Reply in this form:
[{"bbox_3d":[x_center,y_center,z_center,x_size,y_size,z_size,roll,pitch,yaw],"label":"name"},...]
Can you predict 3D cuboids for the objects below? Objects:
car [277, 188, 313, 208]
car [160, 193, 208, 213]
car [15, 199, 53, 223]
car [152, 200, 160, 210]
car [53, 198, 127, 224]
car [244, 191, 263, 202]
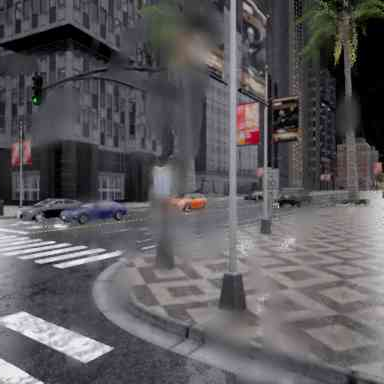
[{"bbox_3d":[10.878,0.585,34.791,2.150,2.045,5.566,0,1,35],"label":"car"},{"bbox_3d":[-0.420,0.877,30.430,2.097,1.767,4.553,0,1,35],"label":"car"},{"bbox_3d":[-9.606,1.207,23.112,2.128,1.511,4.902,0,1,36],"label":"car"},{"bbox_3d":[-2.032,1.011,33.777,1.812,1.442,4.674,0,1,35],"label":"car"},{"bbox_3d":[-6.381,1.231,21.996,1.812,1.442,4.674,0,1,36],"label":"car"},{"bbox_3d":[9.592,0.628,50.054,1.882,1.535,5.008,0,1,36],"label":"car"}]
